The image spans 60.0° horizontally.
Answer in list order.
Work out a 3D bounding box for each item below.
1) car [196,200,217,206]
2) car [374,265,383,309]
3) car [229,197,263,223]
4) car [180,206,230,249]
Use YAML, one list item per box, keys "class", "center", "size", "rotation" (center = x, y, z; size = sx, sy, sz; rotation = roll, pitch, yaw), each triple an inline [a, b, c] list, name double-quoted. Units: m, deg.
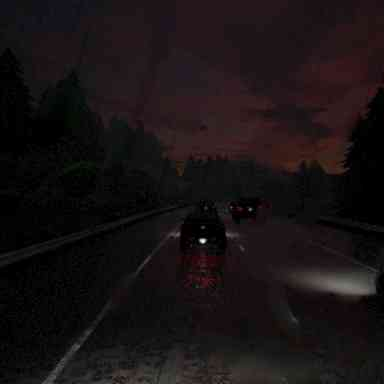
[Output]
- class: "car"
  center: [1.446, 1.578, 33.745]
  size: [2.097, 1.767, 4.553]
  rotation: [0, 0, 4]
- class: "car"
  center: [4.593, 1.566, 4.837]
  size: [1.812, 1.442, 4.674]
  rotation: [0, 0, 1]
- class: "car"
  center: [4.522, 1.413, 27.594]
  size: [2.150, 2.045, 5.566]
  rotation: [0, 0, 3]
- class: "car"
  center: [0.508, 1.606, 15.004]
  size: [1.837, 1.490, 4.892]
  rotation: [0, 0, 2]
